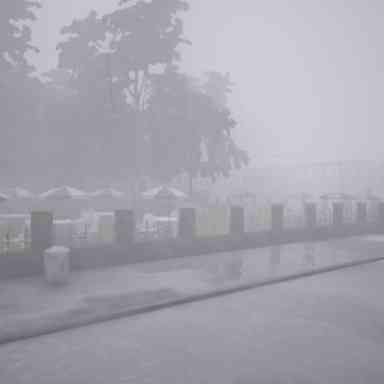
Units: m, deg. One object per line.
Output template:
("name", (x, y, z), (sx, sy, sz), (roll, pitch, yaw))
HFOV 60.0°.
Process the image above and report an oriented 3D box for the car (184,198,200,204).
("car", (0.351, 1.858, 62.179), (2.128, 1.511, 4.902), (1, 0, -35))
